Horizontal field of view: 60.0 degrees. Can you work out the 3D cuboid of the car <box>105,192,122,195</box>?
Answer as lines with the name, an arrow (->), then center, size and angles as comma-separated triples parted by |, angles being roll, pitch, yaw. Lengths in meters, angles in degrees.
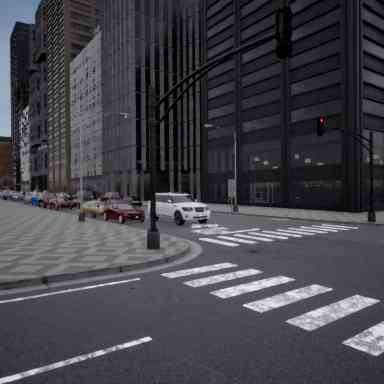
car -> -11.294, 0.896, 47.231 | 2.192, 1.841, 5.009 | 0, 1, -36

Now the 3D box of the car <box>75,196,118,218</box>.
car -> -8.190, 1.351, 28.432 | 1.752, 1.417, 4.829 | 0, 1, -36

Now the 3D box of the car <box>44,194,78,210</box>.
car -> -14.895, 1.273, 37.676 | 1.887, 1.381, 4.507 | 0, 1, -36

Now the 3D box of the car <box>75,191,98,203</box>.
car -> -17.898, 0.790, 56.337 | 2.192, 1.841, 5.009 | 0, 1, -36

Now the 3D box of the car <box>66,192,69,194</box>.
car -> -21.904, 0.827, 57.301 | 2.097, 1.767, 4.553 | -1, 1, -36

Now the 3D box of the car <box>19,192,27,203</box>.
car -> -24.803, 1.122, 51.336 | 2.008, 1.369, 4.403 | 0, 1, -36

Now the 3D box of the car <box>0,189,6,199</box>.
car -> -38.011, 0.660, 69.546 | 2.192, 1.841, 5.009 | 0, 1, -36

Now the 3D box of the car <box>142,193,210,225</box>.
car -> -1.078, 1.084, 23.303 | 2.150, 2.045, 5.566 | -1, 1, -36

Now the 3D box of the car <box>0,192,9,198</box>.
car -> -44.616, 0.772, 78.654 | 1.887, 1.381, 4.507 | 0, 1, -36

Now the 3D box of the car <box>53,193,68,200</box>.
car -> -27.806, 0.850, 69.997 | 1.887, 1.381, 4.507 | 0, 1, -36

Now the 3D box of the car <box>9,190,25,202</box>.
car -> -31.407, 0.899, 60.442 | 1.967, 1.590, 4.097 | 0, 1, -36

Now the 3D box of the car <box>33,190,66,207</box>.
car -> -18.197, 0.993, 42.228 | 2.192, 1.841, 5.009 | 0, 1, -36

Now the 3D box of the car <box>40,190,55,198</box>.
car -> -34.409, 0.505, 79.100 | 2.192, 1.841, 5.009 | 0, 1, -36

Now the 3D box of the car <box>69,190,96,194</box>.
car -> -15.724, 0.796, 48.847 | 2.150, 2.045, 5.566 | -1, 1, -38

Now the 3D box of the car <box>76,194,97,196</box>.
car -> -12.979, 1.256, 39.748 | 1.994, 1.385, 4.181 | -1, 1, -35

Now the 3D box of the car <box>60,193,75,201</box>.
car -> -24.504, 0.944, 65.445 | 1.802, 1.307, 4.206 | 0, 1, -36

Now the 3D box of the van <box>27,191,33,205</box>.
van -> -21.499, 0.967, 46.782 | 1.690, 1.788, 3.998 | 0, 1, -36

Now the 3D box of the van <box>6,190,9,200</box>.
van -> -34.708, 0.743, 64.993 | 1.690, 1.788, 3.998 | 0, 1, -36

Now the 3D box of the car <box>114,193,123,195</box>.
car -> -7.993, 1.197, 42.680 | 1.947, 1.339, 4.313 | 0, 1, -36

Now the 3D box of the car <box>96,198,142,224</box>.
car -> -4.987, 1.415, 24.017 | 1.887, 1.381, 4.507 | 0, 1, -36

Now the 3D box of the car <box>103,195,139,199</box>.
car -> -7.088, 1.326, 31.601 | 2.033, 1.411, 5.357 | -1, 1, -35
